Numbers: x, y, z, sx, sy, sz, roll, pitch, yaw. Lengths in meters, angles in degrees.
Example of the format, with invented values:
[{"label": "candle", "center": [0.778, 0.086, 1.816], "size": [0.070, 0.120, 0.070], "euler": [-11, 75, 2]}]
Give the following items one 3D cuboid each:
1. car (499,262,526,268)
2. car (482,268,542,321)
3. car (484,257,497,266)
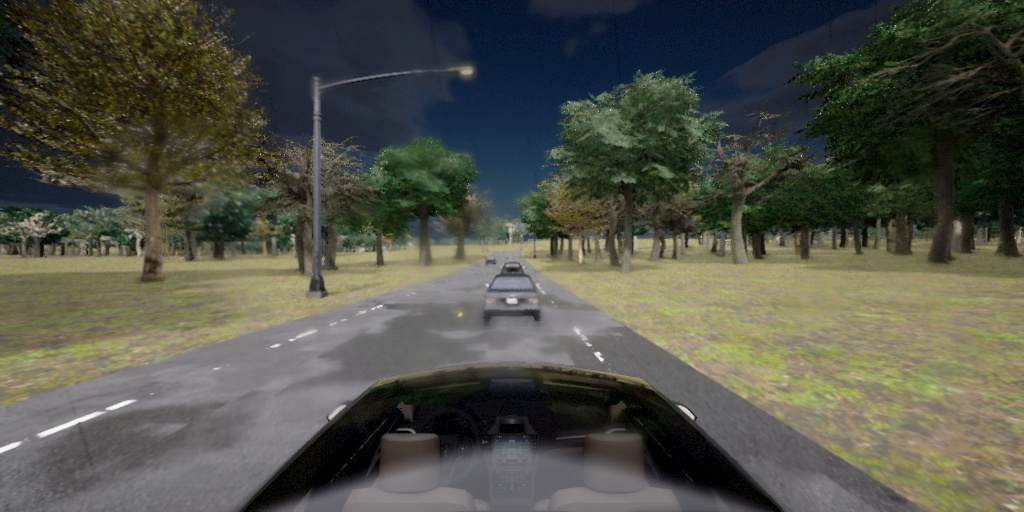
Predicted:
[{"label": "car", "center": [0.044, 1.255, 29.587], "size": [1.837, 1.490, 4.892], "euler": [0, 0, 0]}, {"label": "car", "center": [0.026, 1.299, 12.431], "size": [2.033, 1.411, 5.357], "euler": [0, 0, 0]}, {"label": "car", "center": [-3.546, 0.865, 60.671], "size": [2.033, 1.411, 5.357], "euler": [0, 1, 1]}]
